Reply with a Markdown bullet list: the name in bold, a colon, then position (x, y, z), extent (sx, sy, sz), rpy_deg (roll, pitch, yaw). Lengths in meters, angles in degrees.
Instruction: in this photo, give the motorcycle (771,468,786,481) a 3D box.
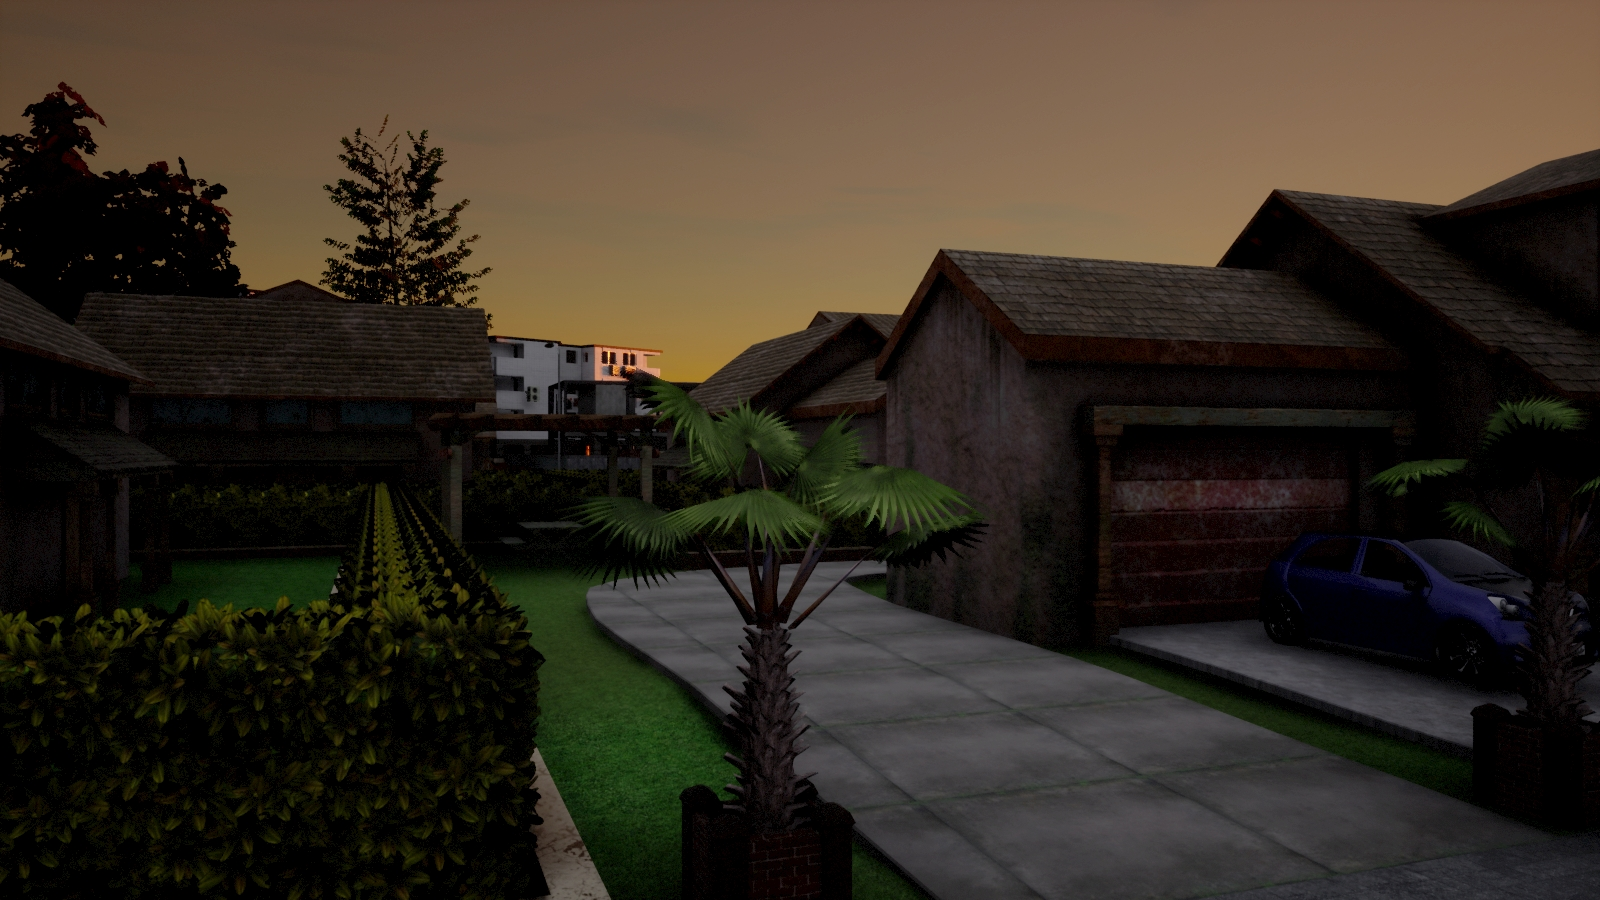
- **motorcycle**: position (-1.939, 2.199, 102.837), extent (0.803, 1.199, 2.033), rpy_deg (0, 0, -20)
